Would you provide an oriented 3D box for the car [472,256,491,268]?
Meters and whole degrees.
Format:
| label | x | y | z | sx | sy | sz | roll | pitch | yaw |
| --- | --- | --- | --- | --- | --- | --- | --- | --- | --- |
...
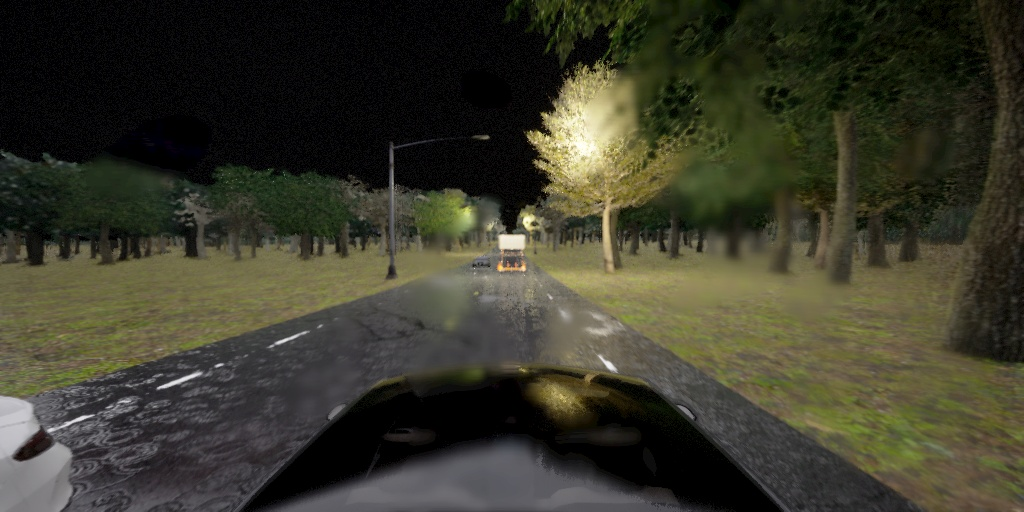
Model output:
| label | x | y | z | sx | sy | sz | roll | pitch | yaw |
| --- | --- | --- | --- | --- | --- | --- | --- | --- | --- |
| car | -3.551 | 0.667 | 42.513 | 1.994 | 1.385 | 4.181 | 0 | 1 | 0 |

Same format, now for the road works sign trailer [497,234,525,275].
| label | x | y | z | sx | sy | sz | roll | pitch | yaw |
| --- | --- | --- | --- | --- | --- | --- | --- | --- | --- |
| road works sign trailer | 0.005 | -0.182 | 32.055 | 2.380 | 3.560 | 2.880 | 0 | 0 | 0 |

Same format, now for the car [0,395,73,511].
| label | x | y | z | sx | sy | sz | roll | pitch | yaw |
| --- | --- | --- | --- | --- | --- | --- | --- | --- | --- |
| car | -3.596 | 1.285 | 0.220 | 1.812 | 1.442 | 4.674 | 0 | 0 | 0 |
